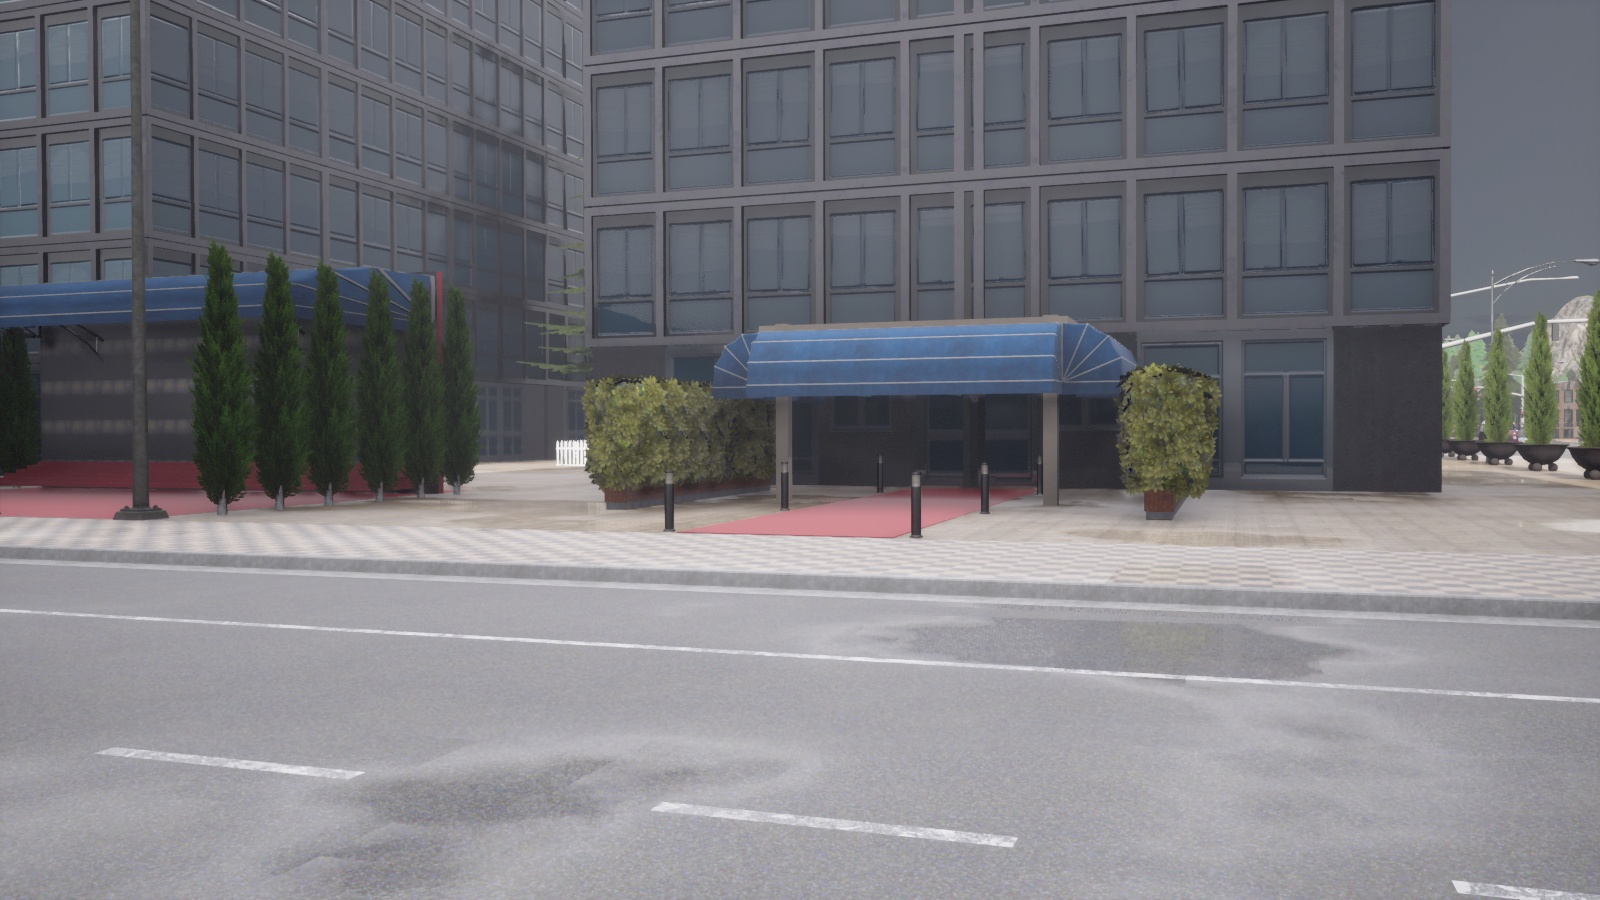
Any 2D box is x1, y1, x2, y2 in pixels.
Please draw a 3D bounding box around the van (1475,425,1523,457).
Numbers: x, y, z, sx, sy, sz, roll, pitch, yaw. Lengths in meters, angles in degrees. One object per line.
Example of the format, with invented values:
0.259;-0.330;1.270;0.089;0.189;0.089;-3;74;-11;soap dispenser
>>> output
47.010;-0.628;84.558;2.069;2.038;4.480;1;1;19;van
